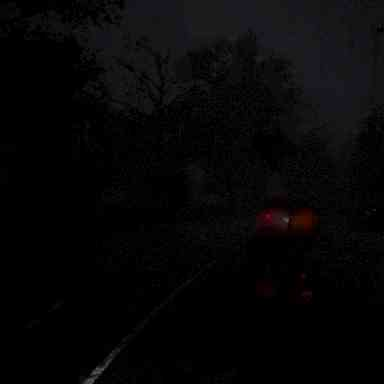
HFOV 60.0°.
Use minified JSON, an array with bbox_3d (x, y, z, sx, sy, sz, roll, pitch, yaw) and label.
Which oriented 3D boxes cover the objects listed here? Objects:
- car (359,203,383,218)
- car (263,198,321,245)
[{"bbox_3d":[18.091,1.784,32.280,4.181,1.385,1.994,1,0,-35],"label":"car"},{"bbox_3d":[5.086,1.306,16.561,2.150,2.045,5.566,1,0,25],"label":"car"}]
